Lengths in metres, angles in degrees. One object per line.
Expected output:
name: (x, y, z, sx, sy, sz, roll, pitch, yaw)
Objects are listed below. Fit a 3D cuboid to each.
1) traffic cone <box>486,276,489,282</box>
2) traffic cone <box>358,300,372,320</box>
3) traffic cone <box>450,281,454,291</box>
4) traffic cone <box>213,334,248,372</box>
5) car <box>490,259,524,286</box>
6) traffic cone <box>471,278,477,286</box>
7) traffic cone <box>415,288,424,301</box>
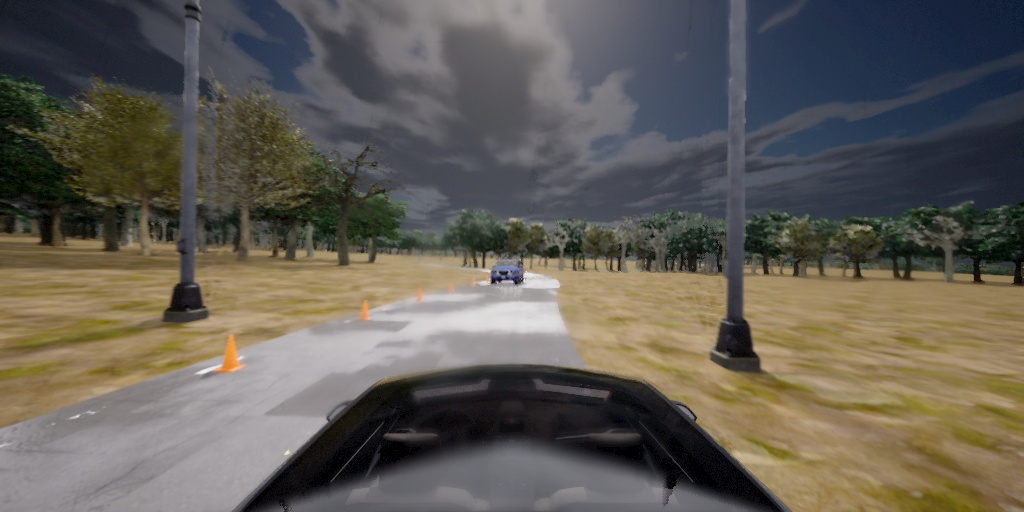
traffic cone: (-2.111, 1.989, 31.275, 0.340, 0.580, 0.340, 0, 0, 7)
traffic cone: (-4.624, 1.685, 11.286, 0.340, 0.580, 0.340, 0, 0, 4)
traffic cone: (-3.603, 1.812, 21.431, 0.340, 0.580, 0.340, 0, 0, 8)
traffic cone: (-4.857, 1.650, 6.193, 0.340, 0.580, 0.340, 0, 0, 2)
car: (-0.281, 1.247, 29.166, 2.150, 2.045, 5.566, 1, -1, 8)
traffic cone: (-2.819, 1.902, 26.459, 0.340, 0.580, 0.340, 0, 0, 10)
traffic cone: (-4.206, 1.739, 16.368, 0.340, 0.580, 0.340, 0, 0, 6)
